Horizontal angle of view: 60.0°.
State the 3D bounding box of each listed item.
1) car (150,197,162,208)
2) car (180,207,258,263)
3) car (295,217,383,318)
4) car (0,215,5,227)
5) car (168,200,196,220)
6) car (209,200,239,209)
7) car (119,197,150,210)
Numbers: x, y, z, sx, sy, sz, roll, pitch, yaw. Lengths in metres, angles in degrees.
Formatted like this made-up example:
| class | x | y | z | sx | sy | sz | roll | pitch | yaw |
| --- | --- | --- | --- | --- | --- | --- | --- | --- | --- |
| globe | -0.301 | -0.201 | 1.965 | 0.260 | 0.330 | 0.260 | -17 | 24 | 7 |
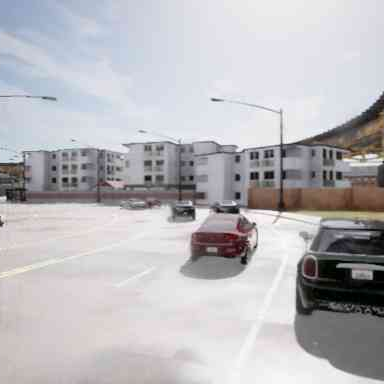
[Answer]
| class | x | y | z | sx | sy | sz | roll | pitch | yaw |
| --- | --- | --- | --- | --- | --- | --- | --- | --- | --- |
| car | -6.015 | 1.459 | 46.286 | 1.812 | 1.442 | 4.674 | 0 | 0 | -40 |
| car | 1.252 | 1.496 | 11.807 | 1.812 | 1.442 | 4.674 | 0 | 0 | 17 |
| car | 3.449 | 1.322 | 7.275 | 2.097 | 1.767 | 4.553 | 0 | 0 | 21 |
| car | -12.040 | 1.568 | 16.550 | 2.033 | 1.411 | 5.357 | 0 | 0 | 15 |
| car | -0.860 | 1.438 | 27.578 | 2.128 | 1.511 | 4.902 | 0 | 0 | -8 |
| car | 2.614 | 1.423 | 27.721 | 2.128 | 1.511 | 4.902 | 0 | 0 | -7 |
| car | -7.698 | 1.548 | 42.957 | 1.895 | 1.301 | 4.718 | 0 | 0 | -37 |
